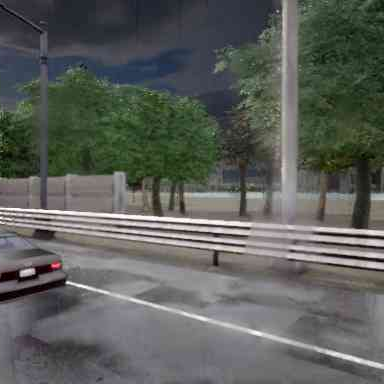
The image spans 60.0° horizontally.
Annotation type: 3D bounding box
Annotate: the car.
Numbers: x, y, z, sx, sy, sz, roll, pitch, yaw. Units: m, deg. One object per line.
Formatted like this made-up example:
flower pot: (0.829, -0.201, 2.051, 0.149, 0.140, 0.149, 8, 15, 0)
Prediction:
car: (-5.081, 1.534, 7.630, 5.357, 1.411, 2.033, 0, 0, 36)
